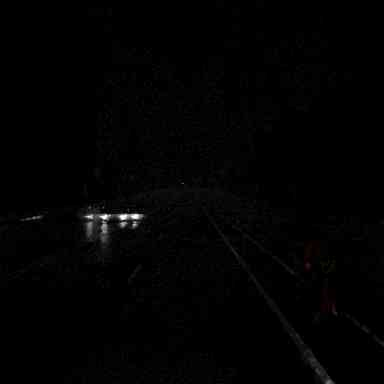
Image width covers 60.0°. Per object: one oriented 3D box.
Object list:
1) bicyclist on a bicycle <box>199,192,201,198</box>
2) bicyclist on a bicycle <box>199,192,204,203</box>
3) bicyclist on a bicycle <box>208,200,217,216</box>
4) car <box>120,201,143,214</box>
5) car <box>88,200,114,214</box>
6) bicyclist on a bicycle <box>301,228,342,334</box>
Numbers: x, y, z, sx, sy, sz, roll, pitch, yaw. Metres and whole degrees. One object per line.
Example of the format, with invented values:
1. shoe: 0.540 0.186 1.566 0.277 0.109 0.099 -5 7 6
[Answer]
1. bicyclist on a bicycle: 2.178 0.891 94.086 0.659 1.776 1.843 0 1 1
2. bicyclist on a bicycle: 1.841 1.273 63.102 0.866 1.612 1.509 -1 1 5
3. bicyclist on a bicycle: 1.972 1.517 31.670 0.866 1.612 1.509 0 0 3
4. car: -6.582 1.641 36.426 1.994 1.385 4.181 0 0 0
5. car: -9.834 1.602 36.310 1.812 1.442 4.674 0 0 0
6. bicyclist on a bicycle: 2.270 1.482 5.866 0.582 1.620 1.656 0 -1 0
